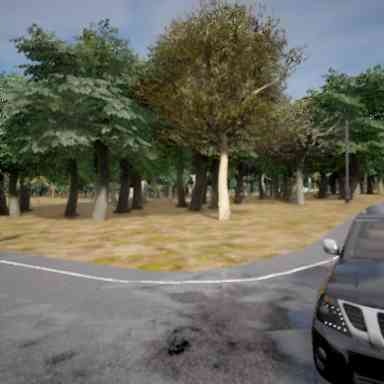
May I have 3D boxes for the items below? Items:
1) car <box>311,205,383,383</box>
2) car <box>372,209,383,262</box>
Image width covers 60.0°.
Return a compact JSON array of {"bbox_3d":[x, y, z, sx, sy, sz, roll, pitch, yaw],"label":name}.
[{"bbox_3d":[3.479,1.275,5.196,2.150,2.045,5.566,-1,0,32],"label":"car"},{"bbox_3d":[7.751,1.448,12.005,1.895,1.301,4.718,0,1,32],"label":"car"}]
